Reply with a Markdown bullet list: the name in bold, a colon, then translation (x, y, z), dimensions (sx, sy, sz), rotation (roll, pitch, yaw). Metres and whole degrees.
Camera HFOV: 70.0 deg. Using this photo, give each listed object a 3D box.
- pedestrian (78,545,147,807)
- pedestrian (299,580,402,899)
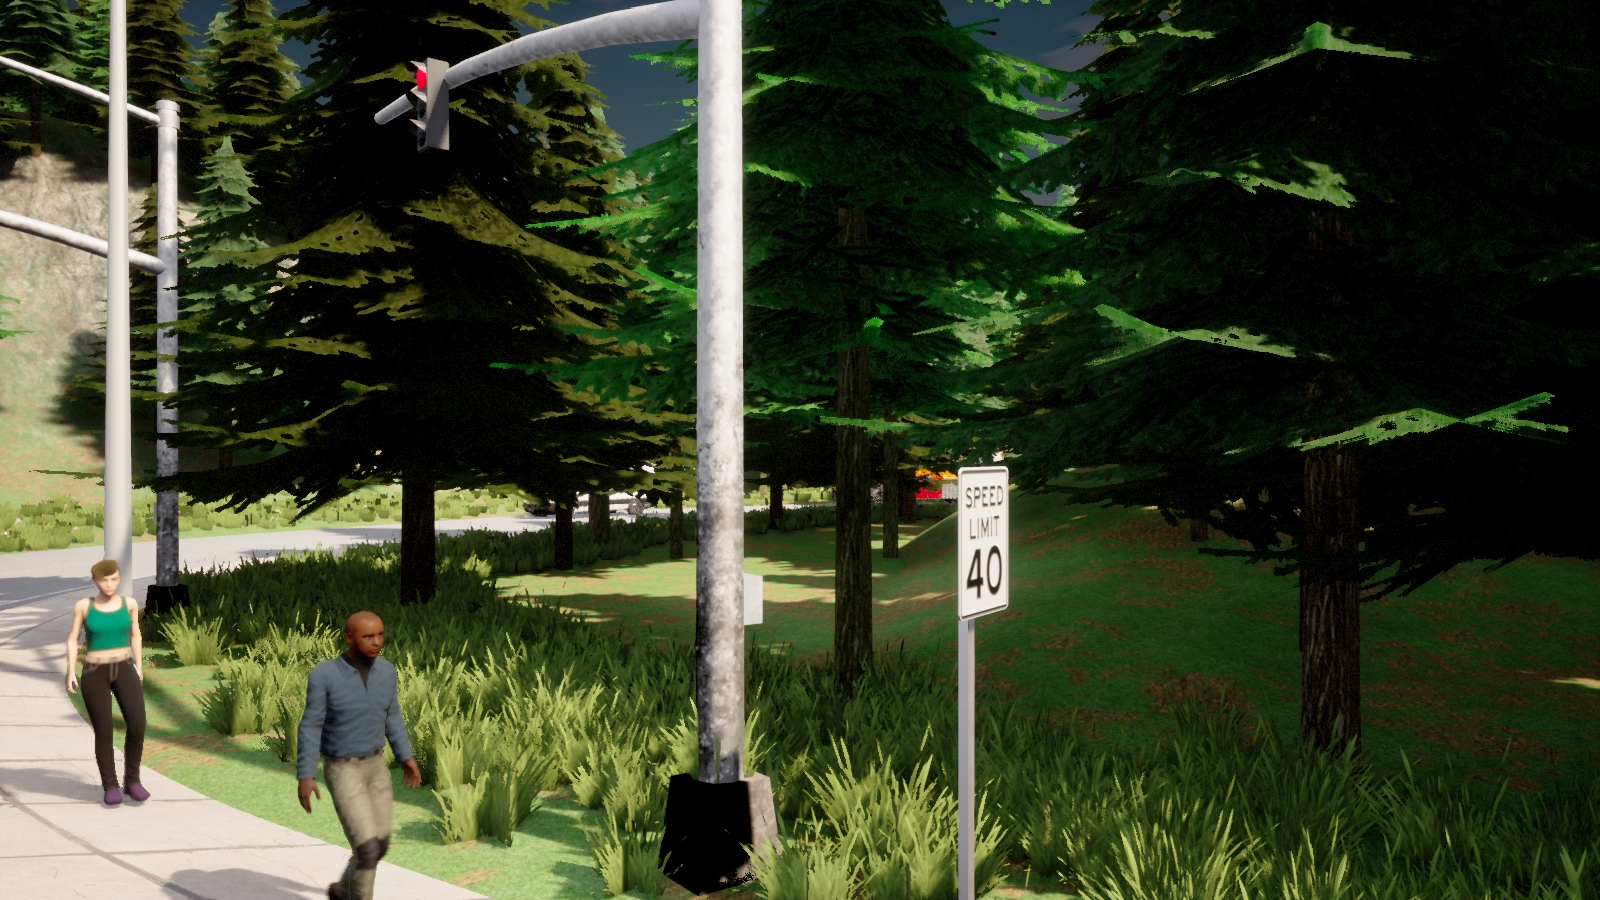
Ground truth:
- **pedestrian**: translation (-5.158, 1.669, 8.573), dimensions (0.375, 1.860, 0.375), rotation (0, 0, -42)
- **pedestrian**: translation (-2.451, 1.669, 6.233), dimensions (0.375, 1.860, 0.375), rotation (0, 0, 35)
